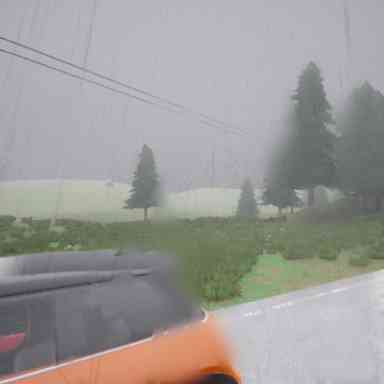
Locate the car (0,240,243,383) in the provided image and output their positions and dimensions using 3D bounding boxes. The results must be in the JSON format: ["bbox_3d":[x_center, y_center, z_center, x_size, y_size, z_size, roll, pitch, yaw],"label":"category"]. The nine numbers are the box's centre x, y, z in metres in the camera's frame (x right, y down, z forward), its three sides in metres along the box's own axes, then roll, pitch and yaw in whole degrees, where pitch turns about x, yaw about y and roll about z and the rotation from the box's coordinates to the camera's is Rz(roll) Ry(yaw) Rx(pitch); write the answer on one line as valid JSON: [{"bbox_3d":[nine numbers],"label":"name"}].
[{"bbox_3d":[-1.847,1.351,2.412,4.553,1.767,2.097,0,0,-33],"label":"car"}]
